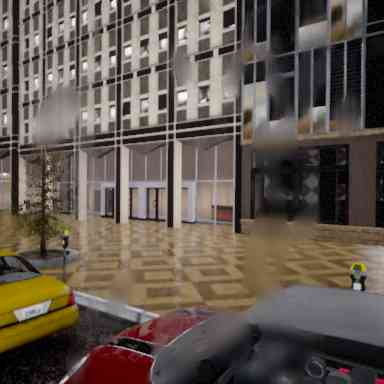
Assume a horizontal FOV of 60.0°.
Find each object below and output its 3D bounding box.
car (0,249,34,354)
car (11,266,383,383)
[{"bbox_3d":[-3.955,1.520,5.687,4.829,1.417,1.752,0,1,36],"label":"car"},{"bbox_3d":[0.810,1.440,2.287,4.097,1.590,1.967,0,1,36],"label":"car"}]
